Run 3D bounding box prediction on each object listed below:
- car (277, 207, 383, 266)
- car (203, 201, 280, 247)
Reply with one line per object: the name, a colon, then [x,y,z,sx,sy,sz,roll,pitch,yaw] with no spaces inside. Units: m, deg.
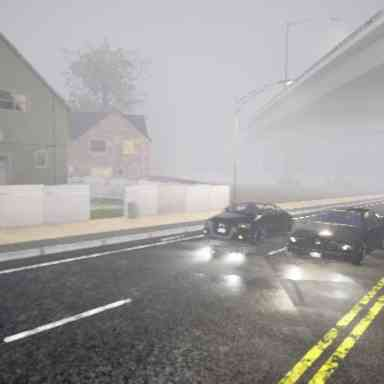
car: [4.969,1.220,10.728,2.033,1.411,5.357,4,3,40]
car: [2.286,1.069,12.586,1.994,1.385,4.181,4,3,40]
